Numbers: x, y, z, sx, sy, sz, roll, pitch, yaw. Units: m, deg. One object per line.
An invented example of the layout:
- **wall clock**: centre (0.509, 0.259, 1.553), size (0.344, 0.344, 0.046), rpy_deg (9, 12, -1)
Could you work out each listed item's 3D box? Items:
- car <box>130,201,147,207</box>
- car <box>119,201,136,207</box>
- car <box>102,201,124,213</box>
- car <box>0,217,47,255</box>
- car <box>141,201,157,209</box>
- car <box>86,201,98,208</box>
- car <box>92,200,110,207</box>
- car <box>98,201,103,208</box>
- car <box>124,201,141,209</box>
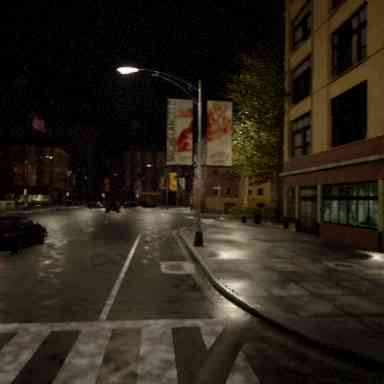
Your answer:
- **car**: centre (-13.072, 2.878, 81.536), size (1.882, 1.535, 5.008), rpy_deg (0, -1, 21)
- **car**: centre (-16.177, 2.983, 83.201), size (1.895, 1.301, 4.718), rpy_deg (0, -1, 21)
- **car**: centre (-11.440, 2.290, 48.426), size (1.837, 1.490, 4.892), rpy_deg (1, -1, -6)
- **car**: centre (-7.710, 1.738, 14.167), size (1.994, 1.385, 4.181), rpy_deg (1, -1, -6)
- **car**: centre (-8.795, 2.802, 70.602), size (1.994, 1.385, 4.181), rpy_deg (1, -1, 9)
- **car**: centre (-19.741, 2.576, 67.572), size (2.033, 1.411, 5.357), rpy_deg (1, -1, 3)
- **car**: centre (-21.158, 2.731, 77.663), size (2.002, 1.452, 4.674), rpy_deg (1, -1, 13)
- **car**: centre (-16.350, 2.574, 65.774), size (1.812, 1.442, 4.674), rpy_deg (1, -1, 3)
- **car**: centre (-12.448, 2.626, 67.343), size (2.128, 1.511, 4.902), rpy_deg (1, -1, 4)
